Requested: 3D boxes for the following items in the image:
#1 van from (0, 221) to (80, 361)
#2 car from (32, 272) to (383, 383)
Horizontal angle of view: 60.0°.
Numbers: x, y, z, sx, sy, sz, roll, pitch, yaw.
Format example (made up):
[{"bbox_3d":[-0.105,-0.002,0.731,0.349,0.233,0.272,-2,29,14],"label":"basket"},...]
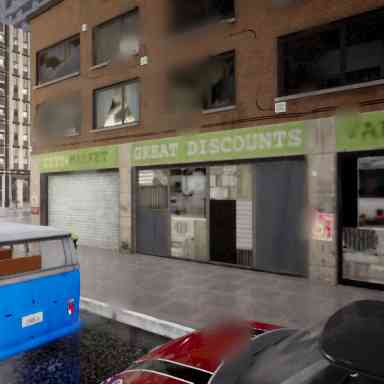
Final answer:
[{"bbox_3d":[-3.485,1.343,5.197,3.998,1.788,1.690,0,0,35],"label":"van"},{"bbox_3d":[1.155,1.440,1.903,4.097,1.590,1.967,0,0,35],"label":"car"}]
